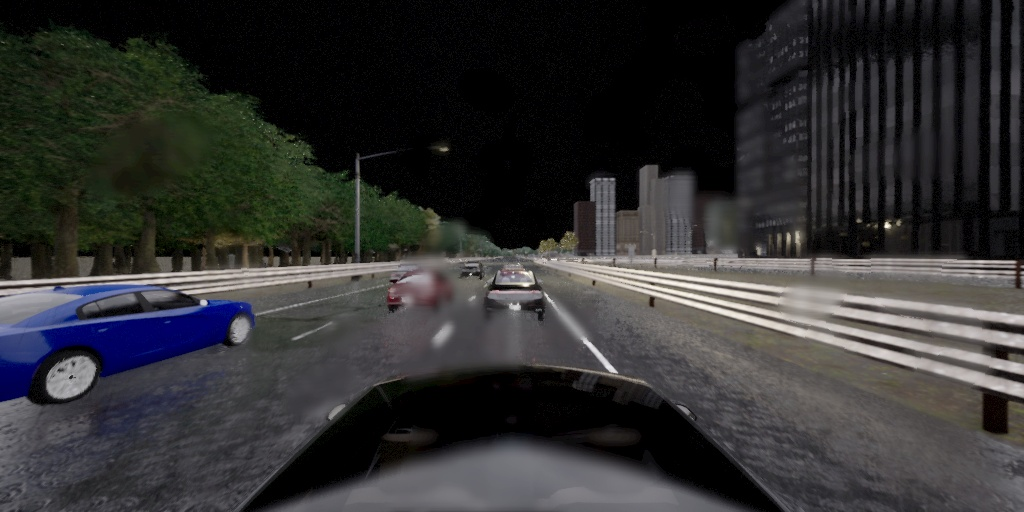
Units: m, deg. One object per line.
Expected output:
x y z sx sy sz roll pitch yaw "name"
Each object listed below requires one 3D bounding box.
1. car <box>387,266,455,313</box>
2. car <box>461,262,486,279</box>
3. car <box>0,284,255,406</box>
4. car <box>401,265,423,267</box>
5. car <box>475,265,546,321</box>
-3.403 1.280 13.991 1.812 1.442 4.674 0 0 0 "car"
-3.407 1.267 32.097 1.837 1.490 4.892 0 0 0 "car"
-6.904 1.229 6.295 1.882 1.535 5.008 0 0 0 "car"
-6.903 1.307 25.029 2.033 1.411 5.357 0 0 0 "car"
0.097 1.246 12.547 2.128 1.511 4.902 0 0 0 "car"
